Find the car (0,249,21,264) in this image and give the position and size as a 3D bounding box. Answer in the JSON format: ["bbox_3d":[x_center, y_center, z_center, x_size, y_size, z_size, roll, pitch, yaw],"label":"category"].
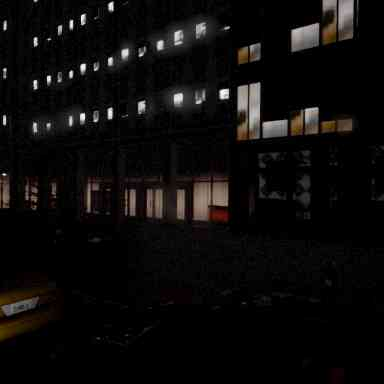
[{"bbox_3d":[-4.202,1.524,5.880,4.829,1.417,1.752,0,1,36],"label":"car"}]

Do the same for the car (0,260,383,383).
[{"bbox_3d":[0.555,1.440,2.470,4.097,1.590,1.967,0,1,36],"label":"car"}]
